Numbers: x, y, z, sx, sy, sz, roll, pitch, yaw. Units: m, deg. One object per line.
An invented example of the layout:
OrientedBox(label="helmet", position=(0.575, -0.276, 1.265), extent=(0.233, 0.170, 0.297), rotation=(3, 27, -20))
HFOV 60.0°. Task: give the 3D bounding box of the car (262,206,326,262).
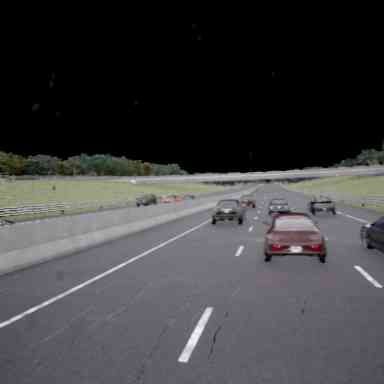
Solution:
OrientedBox(label="car", position=(3.468, 1.429, 11.628), extent=(1.812, 1.442, 4.674), rotation=(-2, 0, 13))

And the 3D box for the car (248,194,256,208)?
OrientedBox(label="car", position=(7.015, 1.099, 42.332), extent=(2.097, 1.767, 4.553), rotation=(-2, 0, 13))

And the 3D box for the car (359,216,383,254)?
OrientedBox(label="car", position=(6.708, 1.338, 10.174), extent=(2.033, 1.411, 5.357), rotation=(-2, 0, 13))

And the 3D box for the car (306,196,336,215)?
OrientedBox(label="car", position=(11.047, 1.137, 28.665), extent=(2.128, 1.511, 4.902), rotation=(-2, 0, 13))

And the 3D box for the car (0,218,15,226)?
OrientedBox(label="car", position=(-10.292, 1.883, 15.164), extent=(1.837, 1.490, 4.892), rotation=(-2, 0, 13))

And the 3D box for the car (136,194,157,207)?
OrientedBox(label="car", position=(-7.712, 1.419, 56.981), extent=(2.150, 2.045, 5.566), rotation=(-2, 1, 13))

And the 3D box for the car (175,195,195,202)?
OrientedBox(label="car", position=(-0.771, 1.308, 55.951), extent=(2.097, 1.767, 4.553), rotation=(-2, 0, 13))

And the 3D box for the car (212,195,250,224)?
OrientedBox(label="car", position=(2.771, 1.288, 24.104), extent=(2.097, 1.767, 4.553), rotation=(-2, 0, 13))

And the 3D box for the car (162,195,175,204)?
OrientedBox(label="car", position=(-3.775, 1.401, 58.477), extent=(2.097, 1.767, 4.553), rotation=(-2, 0, 13))

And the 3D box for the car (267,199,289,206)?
OrientedBox(label="car", position=(7.707, 1.308, 29.725), extent=(2.033, 1.411, 5.357), rotation=(-2, 0, 13))
